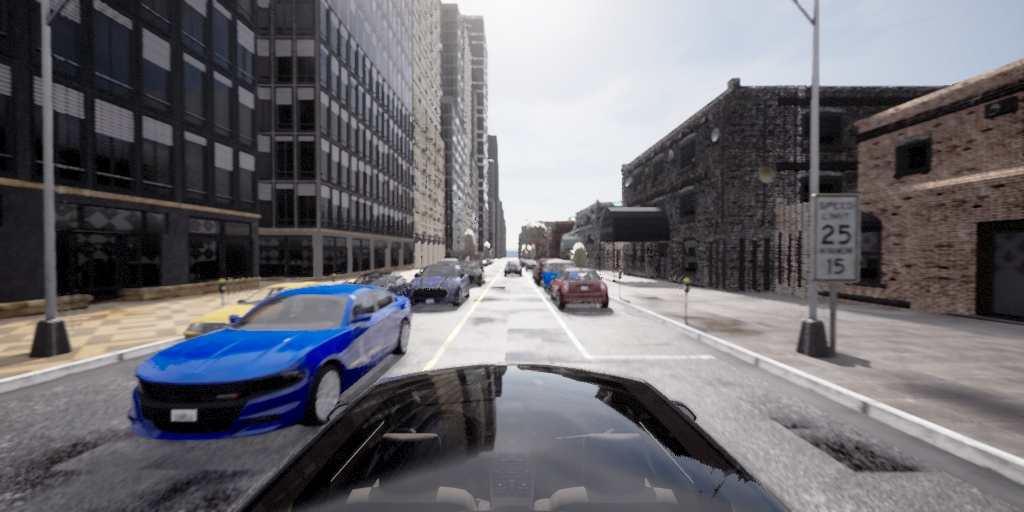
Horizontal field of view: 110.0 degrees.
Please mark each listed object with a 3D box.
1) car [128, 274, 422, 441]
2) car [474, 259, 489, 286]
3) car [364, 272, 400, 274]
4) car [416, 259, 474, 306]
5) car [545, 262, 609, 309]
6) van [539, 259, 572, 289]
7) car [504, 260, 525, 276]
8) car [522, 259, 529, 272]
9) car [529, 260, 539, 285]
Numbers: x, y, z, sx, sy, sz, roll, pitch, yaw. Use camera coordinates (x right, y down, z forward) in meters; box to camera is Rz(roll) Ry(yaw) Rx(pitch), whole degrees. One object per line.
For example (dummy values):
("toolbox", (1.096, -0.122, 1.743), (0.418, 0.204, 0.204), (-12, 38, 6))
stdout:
("car", (-3.102, 1.235, 5.883), (1.882, 1.535, 5.008), (0, 0, 0))
("car", (-3.083, 1.142, 25.848), (2.097, 1.767, 4.553), (0, 0, 0))
("car", (-5.659, 1.338, 15.188), (1.948, 1.339, 4.313), (0, 0, 0))
("car", (-3.098, 1.126, 15.797), (2.097, 1.767, 4.553), (0, 0, 0))
("car", (2.688, 1.212, 15.135), (1.967, 1.591, 4.097), (0, 0, 0))
("van", (2.688, 1.122, 20.779), (1.690, 1.789, 3.998), (0, 0, 0))
("car", (0.102, 1.411, 37.752), (1.895, 1.301, 4.718), (0, 0, 0))
("car", (2.685, 1.379, 48.999), (2.007, 1.370, 4.403), (0, 0, 0))
("car", (2.687, 1.105, 26.423), (2.192, 1.841, 5.009), (0, 0, 0))
